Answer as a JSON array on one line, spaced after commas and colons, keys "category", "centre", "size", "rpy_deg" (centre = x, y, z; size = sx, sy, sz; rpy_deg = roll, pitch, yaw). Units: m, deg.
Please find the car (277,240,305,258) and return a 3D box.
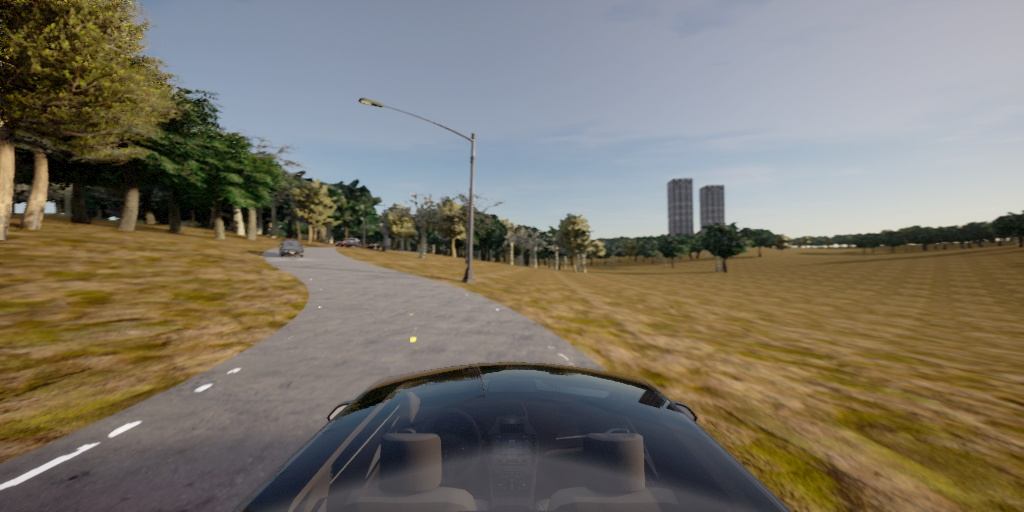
[{"category": "car", "centre": [-20.894, -0.703, 33.844], "size": [1.837, 1.490, 4.892], "rpy_deg": [0, 5, -35]}]
